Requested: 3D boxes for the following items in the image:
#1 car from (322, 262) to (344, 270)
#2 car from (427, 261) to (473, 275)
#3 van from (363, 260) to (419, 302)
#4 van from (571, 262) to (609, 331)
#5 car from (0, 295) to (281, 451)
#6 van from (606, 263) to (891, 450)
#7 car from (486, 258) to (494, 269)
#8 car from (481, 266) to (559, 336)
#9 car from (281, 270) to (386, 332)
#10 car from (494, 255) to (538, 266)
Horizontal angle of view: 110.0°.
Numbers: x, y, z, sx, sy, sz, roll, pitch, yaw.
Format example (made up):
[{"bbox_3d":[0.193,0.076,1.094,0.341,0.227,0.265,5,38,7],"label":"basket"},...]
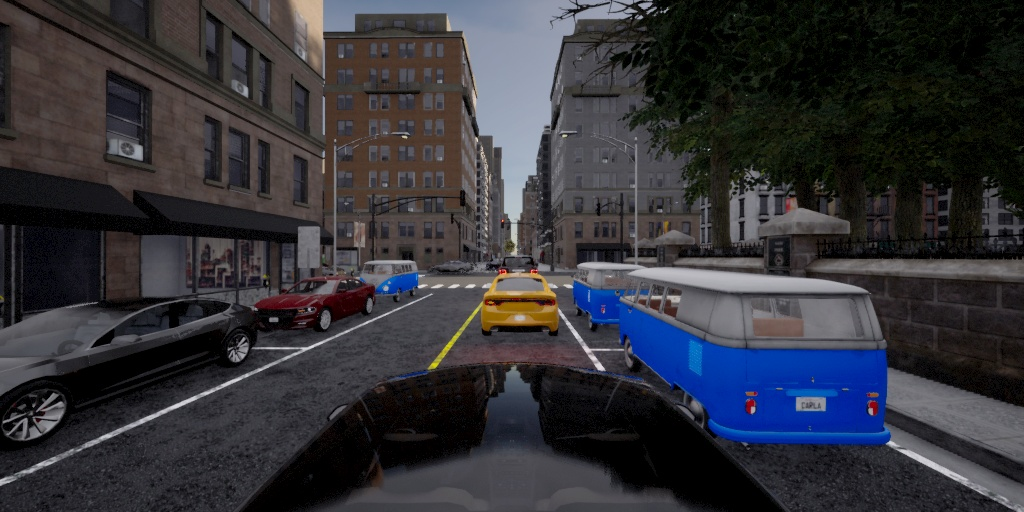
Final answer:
[{"bbox_3d":[-16.200,1.279,28.671,5.357,1.411,2.033,0,0,1],"label":"car"},{"bbox_3d":[-6.619,1.246,38.564,4.902,1.511,2.128,0,0,0],"label":"car"},{"bbox_3d":[-5.580,1.087,16.543,1.690,1.789,3.998,0,0,1],"label":"van"},{"bbox_3d":[2.830,1.089,10.723,1.690,1.789,3.998,0,0,1],"label":"van"},{"bbox_3d":[-5.807,1.315,5.225,1.948,1.339,4.313,0,0,1],"label":"car"},{"bbox_3d":[2.716,1.091,5.066,1.690,1.789,3.998,0,0,1],"label":"van"},{"bbox_3d":[-2.301,1.085,49.676,2.097,1.767,4.553,0,0,2],"label":"car"},{"bbox_3d":[0.226,1.226,10.470,1.882,1.535,5.008,0,0,1],"label":"car"},{"bbox_3d":[-5.694,1.294,10.884,1.888,1.381,4.507,0,0,1],"label":"car"},{"bbox_3d":[0.332,0.965,20.426,2.150,2.045,5.566,0,0,0],"label":"car"}]
